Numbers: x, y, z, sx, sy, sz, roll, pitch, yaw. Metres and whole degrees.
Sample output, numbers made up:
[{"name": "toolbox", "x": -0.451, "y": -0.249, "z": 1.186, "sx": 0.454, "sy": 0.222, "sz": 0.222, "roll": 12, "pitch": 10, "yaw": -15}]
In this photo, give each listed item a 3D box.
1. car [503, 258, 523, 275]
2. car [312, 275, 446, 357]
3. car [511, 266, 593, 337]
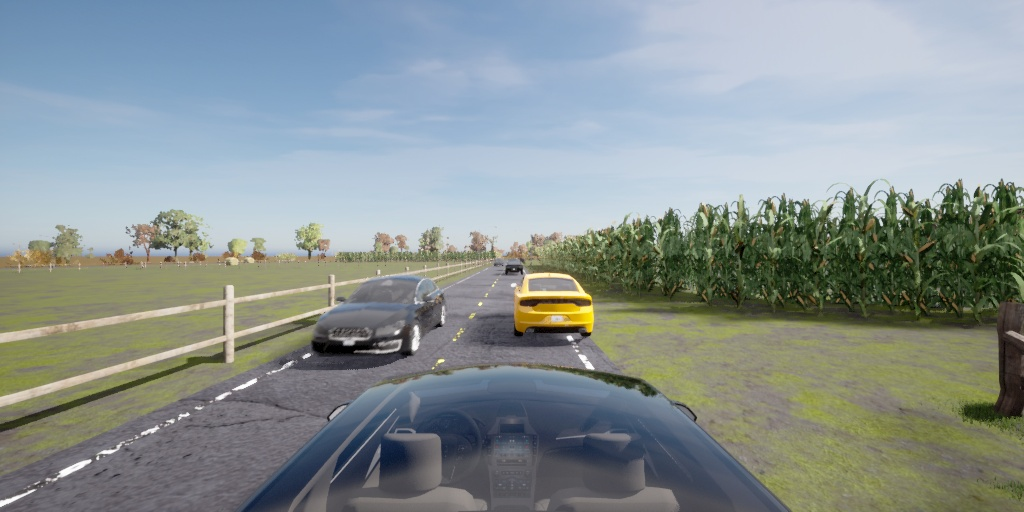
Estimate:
[{"name": "car", "x": 0.254, "y": 1.228, "z": 39.550, "sx": 1.882, "sy": 1.535, "sz": 5.008, "roll": 0, "pitch": 0, "yaw": 1}, {"name": "car", "x": -2.822, "y": 1.254, "z": 8.659, "sx": 1.837, "sy": 1.490, "sz": 4.892, "roll": 0, "pitch": 0, "yaw": 0}, {"name": "car", "x": 1.000, "y": 1.227, "z": 10.363, "sx": 1.882, "sy": 1.535, "sz": 5.008, "roll": 0, "pitch": 0, "yaw": 0}]
